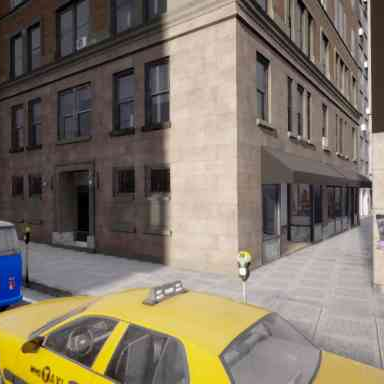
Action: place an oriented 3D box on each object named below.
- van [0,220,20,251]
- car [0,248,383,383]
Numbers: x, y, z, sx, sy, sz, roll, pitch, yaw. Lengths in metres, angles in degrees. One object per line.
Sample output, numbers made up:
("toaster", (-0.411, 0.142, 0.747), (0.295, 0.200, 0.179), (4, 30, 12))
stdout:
("van", (-4.928, 1.342, 6.384), (3.998, 1.788, 1.690), (0, -1, 36))
("car", (-0.452, 1.526, 3.182), (4.829, 1.417, 1.752), (0, -1, 36))
